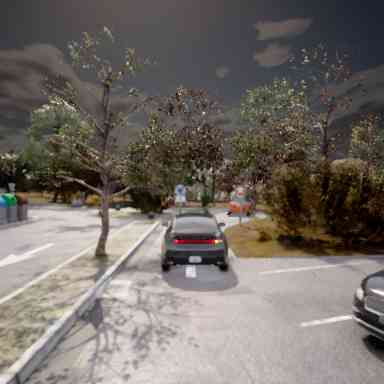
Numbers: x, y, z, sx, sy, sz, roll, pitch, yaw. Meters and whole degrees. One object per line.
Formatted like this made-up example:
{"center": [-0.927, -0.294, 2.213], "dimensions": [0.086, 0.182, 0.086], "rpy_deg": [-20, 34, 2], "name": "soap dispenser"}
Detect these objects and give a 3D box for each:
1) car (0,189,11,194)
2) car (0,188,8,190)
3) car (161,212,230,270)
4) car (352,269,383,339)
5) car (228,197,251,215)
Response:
{"center": [-24.552, 1.101, 41.126], "dimensions": [2.435, 2.045, 5.566], "rpy_deg": [0, -2, -19], "name": "car"}
{"center": [-28.543, 0.202, 47.969], "dimensions": [4.553, 1.767, 2.097], "rpy_deg": [4, -1, 1], "name": "car"}
{"center": [0.061, 1.410, 10.696], "dimensions": [1.837, 1.490, 4.892], "rpy_deg": [0, 1, 0], "name": "car"}
{"center": [4.814, 1.447, 5.182], "dimensions": [4.892, 1.521, 2.231], "rpy_deg": [1, 1, -20], "name": "car"}
{"center": [4.654, 1.238, 32.364], "dimensions": [2.097, 1.767, 4.553], "rpy_deg": [0, 1, 11], "name": "car"}
